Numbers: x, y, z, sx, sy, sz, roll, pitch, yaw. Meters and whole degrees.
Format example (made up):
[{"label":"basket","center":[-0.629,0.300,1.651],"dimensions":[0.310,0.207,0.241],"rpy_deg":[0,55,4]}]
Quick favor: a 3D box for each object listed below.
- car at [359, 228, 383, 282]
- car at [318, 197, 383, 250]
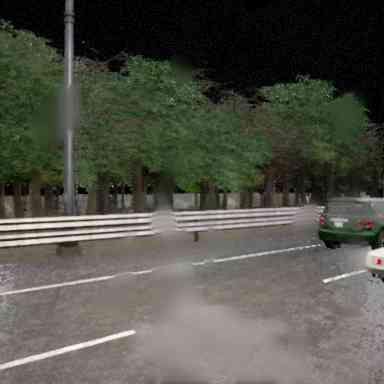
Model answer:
[{"label":"car","center":[6.421,1.612,8.331],"dimensions":[4.718,1.301,1.895],"rpy_deg":[0,0,-36]},{"label":"car","center":[7.337,1.240,13.306],"dimensions":[5.566,2.045,2.150],"rpy_deg":[0,0,-36]}]
